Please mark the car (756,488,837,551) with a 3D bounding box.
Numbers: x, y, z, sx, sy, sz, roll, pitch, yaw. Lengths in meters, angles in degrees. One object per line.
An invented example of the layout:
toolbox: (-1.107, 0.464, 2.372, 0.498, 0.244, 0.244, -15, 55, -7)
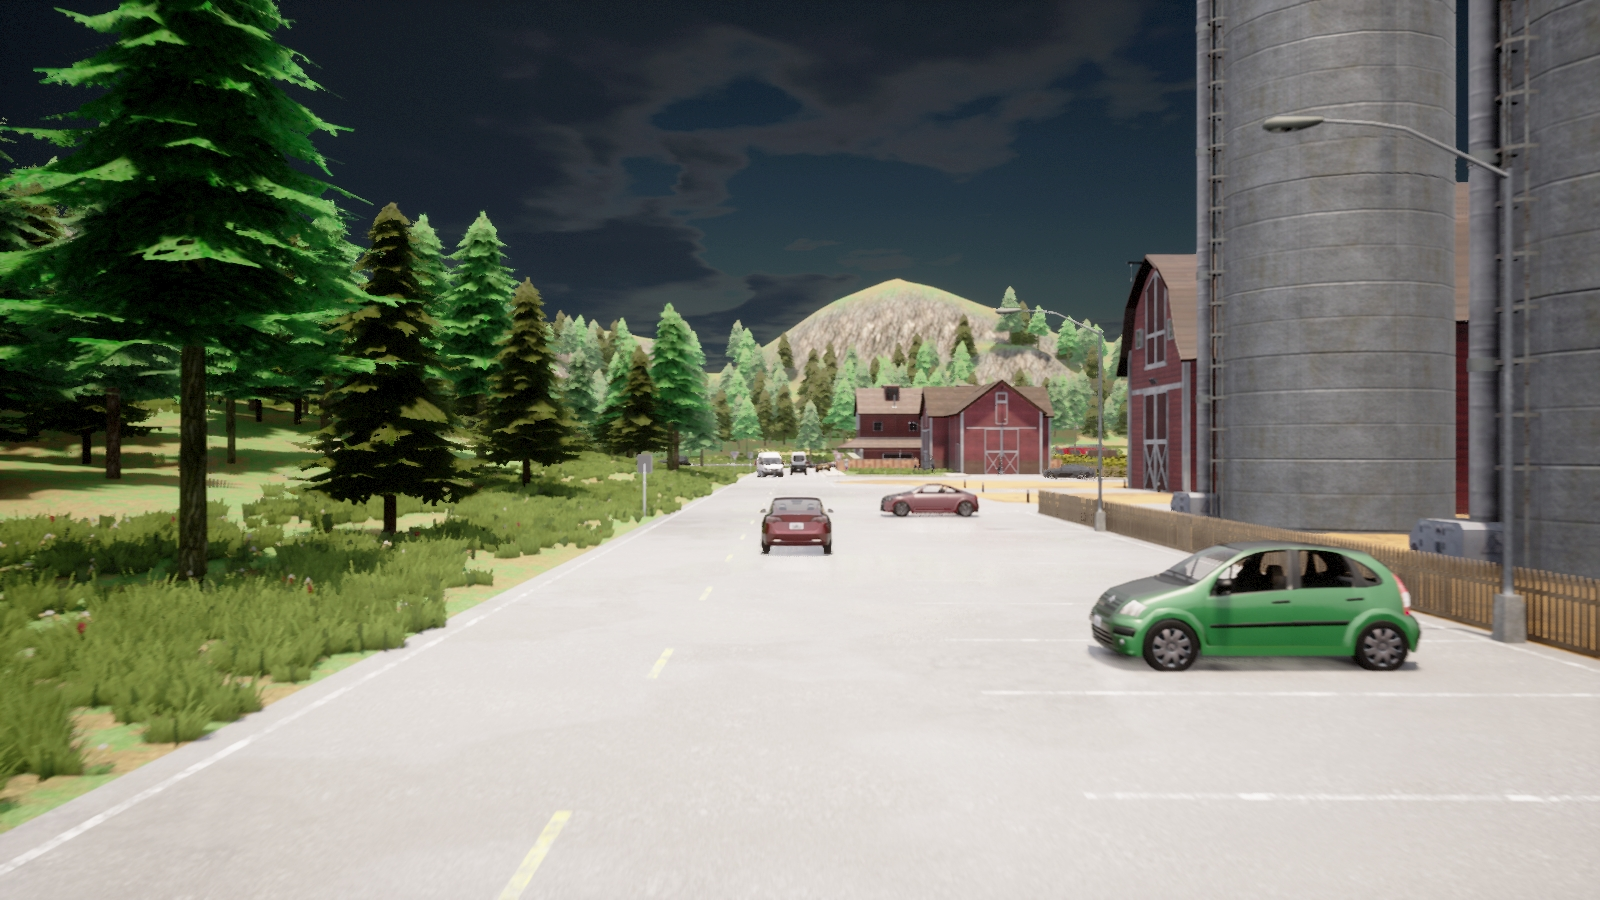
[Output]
car: (-0.093, 1.924, 32.652, 2.163, 1.488, 4.792, 0, 0, 0)
